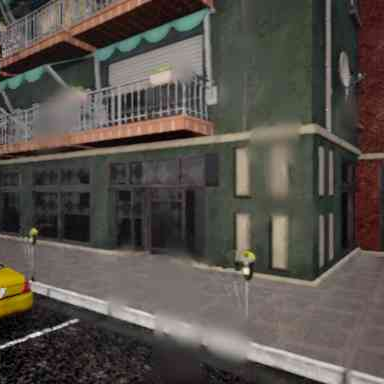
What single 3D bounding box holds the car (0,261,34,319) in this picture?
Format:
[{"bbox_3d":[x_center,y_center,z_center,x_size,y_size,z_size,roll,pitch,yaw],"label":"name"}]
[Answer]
[{"bbox_3d":[-4.964,1.569,6.409,4.829,1.417,1.752,0,0,35],"label":"car"}]
